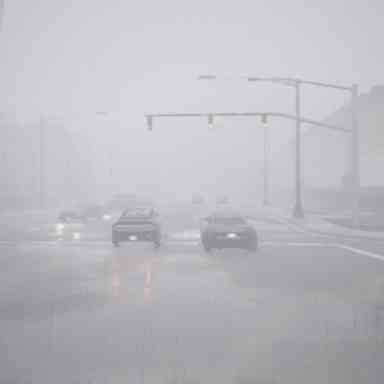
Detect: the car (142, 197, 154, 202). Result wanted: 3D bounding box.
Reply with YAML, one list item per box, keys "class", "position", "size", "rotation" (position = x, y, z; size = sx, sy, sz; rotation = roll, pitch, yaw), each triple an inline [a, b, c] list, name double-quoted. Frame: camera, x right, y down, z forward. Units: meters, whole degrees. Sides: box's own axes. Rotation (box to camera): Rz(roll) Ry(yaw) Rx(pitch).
- class: "car"
  position: [-6.447, 1.380, 45.786]
  size: [1.994, 1.385, 4.181]
  rotation: [0, 0, 6]

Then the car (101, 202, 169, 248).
- class: "car"
  position: [-2.117, 1.433, 14.420]
  size: [2.128, 1.511, 4.902]
  rotation: [-1, 0, 0]

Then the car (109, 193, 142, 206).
- class: "car"
  position: [-7.451, 1.094, 35.857]
  size: [2.150, 2.045, 5.566]
  rotation: [0, 0, 6]

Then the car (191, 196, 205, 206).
- class: "car"
  position: [0.959, 1.293, 49.419]
  size: [2.033, 1.411, 5.357]
  rotation: [0, 0, 5]

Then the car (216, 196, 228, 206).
- class: "car"
  position: [4.443, 1.270, 49.088]
  size: [2.033, 1.411, 5.357]
  rotation: [0, 0, 5]

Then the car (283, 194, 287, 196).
- class: "car"
  position: [23.237, 0.898, 78.390]
  size: [4.974, 1.542, 2.038]
  rotation: [-1, 0, -41]

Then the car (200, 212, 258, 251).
- class: "car"
  position: [1.388, 1.485, 13.636]
  size: [1.994, 1.385, 4.181]
  rotation: [-1, 0, 0]

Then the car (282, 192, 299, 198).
- class: "car"
  position: [23.275, 0.740, 78.424]
  size: [4.536, 1.218, 1.853]
  rotation: [-1, 0, -41]

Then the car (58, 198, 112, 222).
- class: "car"
  position: [-8.397, 1.476, 25.970]
  size: [2.033, 1.411, 5.357]
  rotation: [0, 0, 6]
